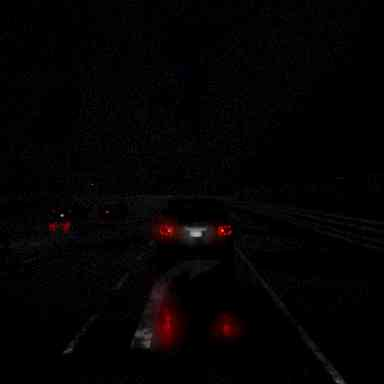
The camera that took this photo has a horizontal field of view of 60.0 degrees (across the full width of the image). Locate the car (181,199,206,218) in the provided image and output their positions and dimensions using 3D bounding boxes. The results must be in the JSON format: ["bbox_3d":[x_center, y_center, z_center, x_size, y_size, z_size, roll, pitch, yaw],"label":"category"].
[{"bbox_3d":[0.108,1.488,30.989,2.128,1.511,4.902,0,0,0],"label":"car"}]

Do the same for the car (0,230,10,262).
[{"bbox_3d":[-6.897,1.464,8.972,2.128,1.511,4.902,0,0,0],"label":"car"}]

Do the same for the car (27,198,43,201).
[{"bbox_3d":[-21.066,1.619,44.391,1.837,1.490,4.892,0,-1,0],"label":"car"}]

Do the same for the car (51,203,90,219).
[{"bbox_3d":[-10.393,1.587,28.842,1.895,1.301,4.718,0,0,0],"label":"car"}]

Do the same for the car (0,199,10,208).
[{"bbox_3d":[-31.521,1.799,53.626,1.994,1.385,4.181,0,-1,1],"label":"car"}]

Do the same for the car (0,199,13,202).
[{"bbox_3d":[-28.044,1.704,49.589,1.812,1.442,4.674,0,-1,1],"label":"car"}]

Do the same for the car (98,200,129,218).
[{"bbox_3d":[-6.892,1.467,29.616,1.882,1.535,5.008,0,0,0],"label":"car"}]

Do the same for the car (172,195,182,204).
[{"bbox_3d":[-3.481,1.860,79.901,2.150,2.045,5.566,0,-1,0],"label":"car"}]

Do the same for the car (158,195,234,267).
[{"bbox_3d":[0.104,1.187,11.379,2.150,2.045,5.566,0,0,0],"label":"car"}]
